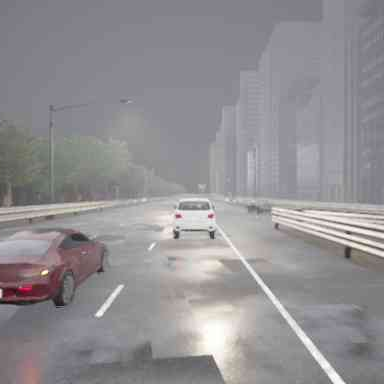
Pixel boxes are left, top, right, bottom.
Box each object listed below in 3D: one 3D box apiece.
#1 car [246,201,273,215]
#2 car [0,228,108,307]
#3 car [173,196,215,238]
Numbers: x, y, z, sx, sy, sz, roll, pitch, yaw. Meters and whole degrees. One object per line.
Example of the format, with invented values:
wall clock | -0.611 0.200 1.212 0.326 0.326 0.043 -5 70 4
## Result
car | 7.842 1.837 38.956 2.128 1.511 4.902 0 0 -11
car | -3.392 1.591 8.005 1.812 1.442 4.674 0 0 0
car | 0.120 1.376 18.893 2.150 2.045 5.566 0 0 0
